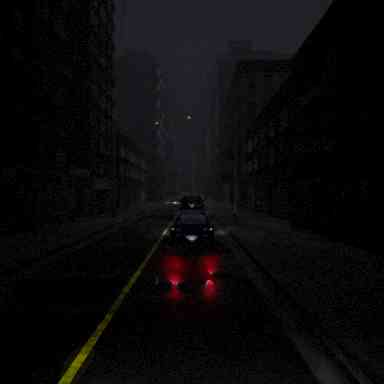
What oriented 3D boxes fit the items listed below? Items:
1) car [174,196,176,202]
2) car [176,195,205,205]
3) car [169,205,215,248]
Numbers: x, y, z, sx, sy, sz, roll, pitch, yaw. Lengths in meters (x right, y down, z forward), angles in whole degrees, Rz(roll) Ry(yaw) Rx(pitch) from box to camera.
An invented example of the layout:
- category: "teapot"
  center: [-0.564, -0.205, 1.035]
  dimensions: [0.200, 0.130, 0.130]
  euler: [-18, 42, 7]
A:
- category: "car"
  center: [-3.000, 1.488, 75.933]
  dimensions: [1.882, 1.535, 5.008]
  euler: [0, 0, 0]
- category: "car"
  center: [0.000, 1.240, 29.680]
  dimensions: [2.150, 2.045, 5.566]
  euler: [0, 0, 0]
- category: "car"
  center: [0.000, 1.525, 14.650]
  dimensions: [1.812, 1.442, 4.674]
  euler: [0, 0, 0]
